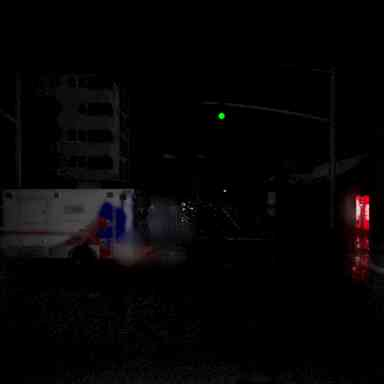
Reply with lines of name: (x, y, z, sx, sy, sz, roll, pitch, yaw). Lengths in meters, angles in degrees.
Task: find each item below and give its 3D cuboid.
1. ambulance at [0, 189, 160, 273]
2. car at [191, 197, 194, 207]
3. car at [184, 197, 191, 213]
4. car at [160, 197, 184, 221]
ambulance: (-4.477, 1.145, 10.806, 6.366, 2.431, 2.351, 0, -1, 3)
car: (-0.732, 1.506, 52.133, 1.837, 1.490, 4.892, 0, -1, 3)
car: (-1.568, 1.351, 37.319, 2.097, 1.767, 4.553, 0, 0, 3)
car: (-2.086, 1.351, 27.380, 2.097, 1.767, 4.553, 0, 0, 3)
